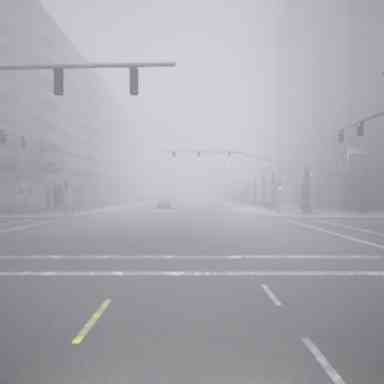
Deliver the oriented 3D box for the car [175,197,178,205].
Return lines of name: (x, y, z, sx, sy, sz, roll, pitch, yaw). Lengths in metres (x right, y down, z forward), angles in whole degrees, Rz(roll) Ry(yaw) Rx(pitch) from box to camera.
car: (-3.625, 1.698, 63.095, 2.128, 1.511, 4.902, 0, 0, 1)

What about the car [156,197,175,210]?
car: (-3.874, 1.629, 46.312, 1.882, 1.535, 5.008, 0, 0, 1)
